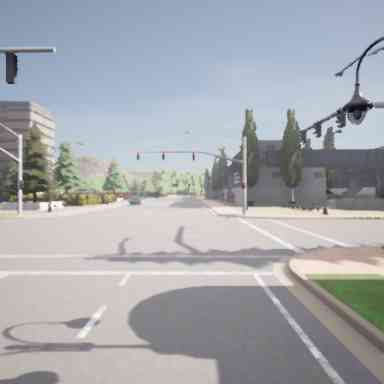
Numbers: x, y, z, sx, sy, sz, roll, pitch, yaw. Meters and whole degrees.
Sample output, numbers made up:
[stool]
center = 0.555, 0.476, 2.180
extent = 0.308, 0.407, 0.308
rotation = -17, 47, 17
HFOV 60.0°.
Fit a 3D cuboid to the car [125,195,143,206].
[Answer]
[car]
center = -10.509, 1.798, 61.680
extent = 1.837, 1.490, 4.892
rotation = 0, 0, 1
